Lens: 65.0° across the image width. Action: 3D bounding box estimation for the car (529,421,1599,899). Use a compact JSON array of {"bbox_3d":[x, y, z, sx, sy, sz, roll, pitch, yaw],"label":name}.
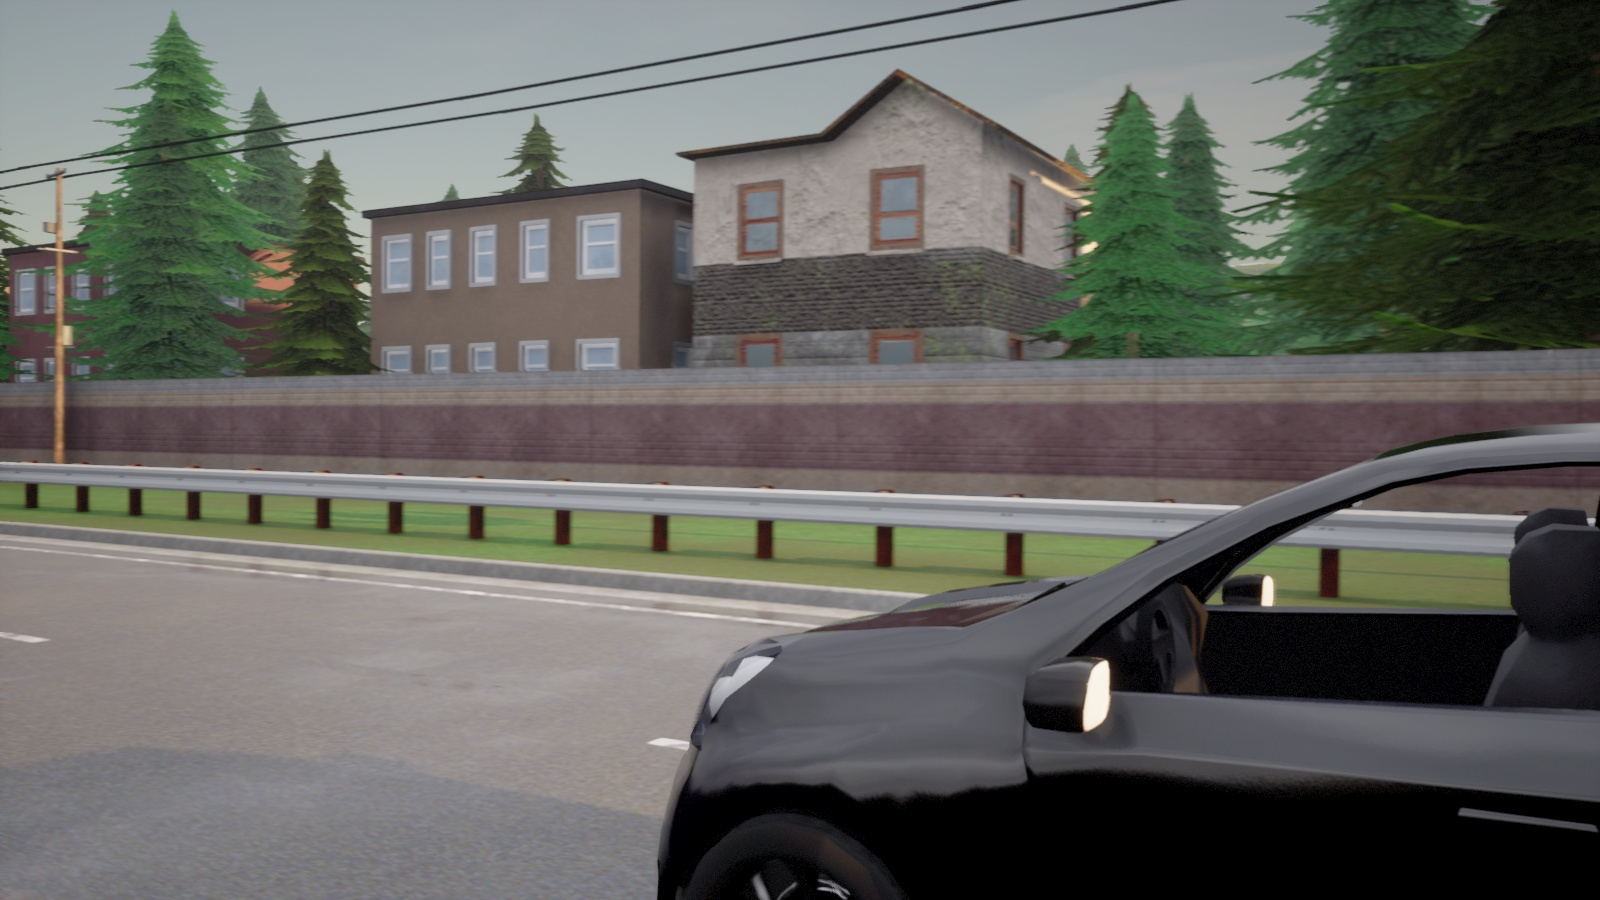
[{"bbox_3d":[1.428,0.693,2.731,3.633,1.501,1.845,0,1,30],"label":"car"}]
